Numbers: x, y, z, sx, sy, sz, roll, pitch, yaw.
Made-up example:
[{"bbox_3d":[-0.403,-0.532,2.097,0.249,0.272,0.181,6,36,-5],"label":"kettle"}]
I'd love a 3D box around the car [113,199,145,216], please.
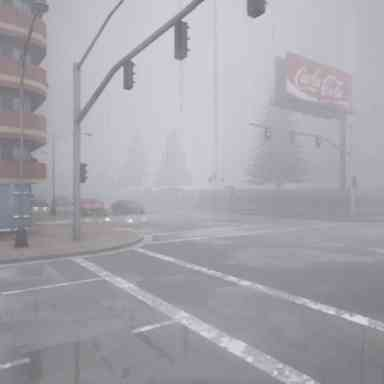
[{"bbox_3d":[-6.378,1.516,32.878,1.837,1.490,4.892,0,0,-36],"label":"car"}]

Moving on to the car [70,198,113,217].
[{"bbox_3d":[-9.510,1.361,31.237,2.097,1.767,4.553,0,0,-36],"label":"car"}]

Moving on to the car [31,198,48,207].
[{"bbox_3d":[-23.159,1.573,50.254,1.994,1.385,4.181,0,0,-35],"label":"car"}]

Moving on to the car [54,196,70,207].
[{"bbox_3d":[-20.278,1.363,52.241,2.097,1.767,4.553,0,0,-35],"label":"car"}]
